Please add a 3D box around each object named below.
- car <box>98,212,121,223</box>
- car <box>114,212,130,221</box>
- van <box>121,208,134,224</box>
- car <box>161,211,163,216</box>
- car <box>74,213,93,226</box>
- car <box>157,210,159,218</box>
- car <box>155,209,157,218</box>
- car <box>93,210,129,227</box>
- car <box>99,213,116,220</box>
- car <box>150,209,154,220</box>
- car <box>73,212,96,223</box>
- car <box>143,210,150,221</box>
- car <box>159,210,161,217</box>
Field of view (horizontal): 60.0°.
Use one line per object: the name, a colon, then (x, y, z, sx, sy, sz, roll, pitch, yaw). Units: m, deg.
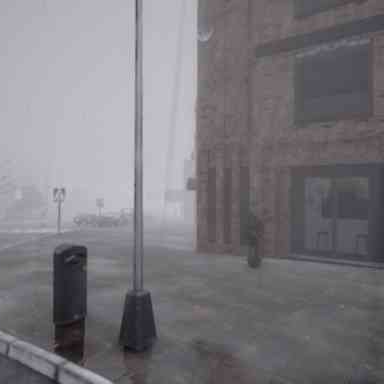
car: (-11.544, 3.572, 46.774, 2.033, 1.411, 5.357, 0, -3, -1)
car: (-11.864, 4.093, 56.573, 1.837, 1.490, 4.892, 0, -3, -1)
van: (-8.346, 3.157, 44.538, 1.878, 1.987, 4.442, 0, -3, -1)
car: (-9.278, 5.348, 83.053, 2.435, 2.045, 5.566, 0, -3, -1)
car: (-11.264, 3.043, 36.649, 1.895, 1.301, 4.718, 0, -3, -2)
car: (-9.013, 4.970, 72.100, 2.231, 1.521, 4.892, 0, -3, -1)
car: (-8.879, 4.525, 66.568, 2.185, 1.767, 4.553, 0, -3, -1)
car: (-8.060, 2.785, 33.437, 2.002, 1.452, 4.674, 2, -3, -1)
car: (-15.091, 4.364, 59.727, 1.895, 1.301, 4.718, 0, -3, -1)
car: (-8.747, 4.208, 61.053, 2.185, 1.767, 4.553, 0, -3, -1)
car: (-14.751, 3.532, 45.902, 1.994, 1.385, 4.181, 0, -3, -1)
car: (-8.610, 4.050, 55.433, 2.002, 1.452, 4.674, 0, -3, -1)
car: (-9.147, 5.286, 77.615, 2.097, 1.535, 5.008, 0, -3, -1)
